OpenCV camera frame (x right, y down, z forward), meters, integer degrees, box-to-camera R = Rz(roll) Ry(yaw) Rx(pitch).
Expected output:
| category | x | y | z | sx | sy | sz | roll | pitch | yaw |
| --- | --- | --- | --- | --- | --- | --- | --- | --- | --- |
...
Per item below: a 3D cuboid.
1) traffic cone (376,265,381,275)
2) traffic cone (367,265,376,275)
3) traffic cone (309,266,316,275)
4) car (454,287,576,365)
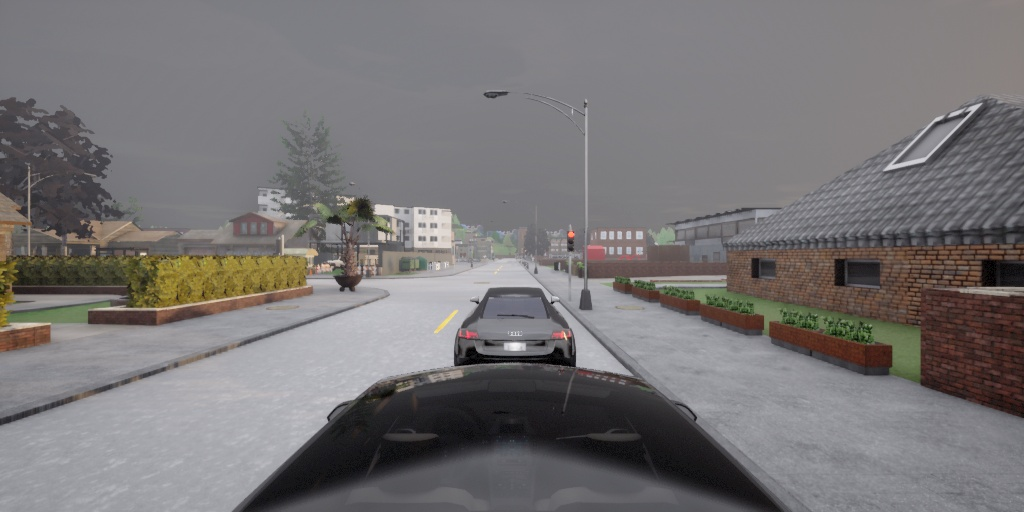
| category | x | y | z | sx | sy | sz | roll | pitch | yaw |
| --- | --- | --- | --- | --- | --- | --- | --- | --- | --- |
| traffic cone | -15.391 | 1.558 | 40.712 | 0.344 | 0.586 | 0.344 | 0 | 0 | 0 |
| traffic cone | -15.752 | 1.561 | 40.143 | 0.344 | 0.586 | 0.344 | 0 | 0 | 0 |
| traffic cone | -19.799 | 1.568 | 35.259 | 0.344 | 0.586 | 0.344 | 0 | 0 | 0 |
| car | 0.059 | 1.314 | 7.326 | 1.994 | 1.385 | 4.181 | 0 | 0 | 0 |
